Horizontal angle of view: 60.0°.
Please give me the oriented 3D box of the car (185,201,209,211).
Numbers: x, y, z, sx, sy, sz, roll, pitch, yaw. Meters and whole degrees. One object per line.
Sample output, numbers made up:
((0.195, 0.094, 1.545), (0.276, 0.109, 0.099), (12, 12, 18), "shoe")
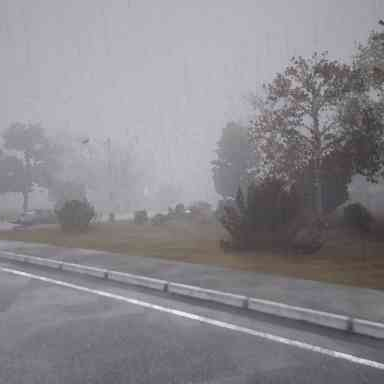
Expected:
((1.399, 2.113, 50.927), (2.097, 1.767, 4.553), (-4, -2, 32), "car")

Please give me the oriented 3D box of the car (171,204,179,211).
((-2.813, 3.017, 63.908), (1.812, 1.442, 4.674), (-4, -2, 32), "car")

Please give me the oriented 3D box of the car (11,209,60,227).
((-12.603, 2.183, 28.770), (2.033, 1.411, 5.357), (-4, -2, 35), "car")
